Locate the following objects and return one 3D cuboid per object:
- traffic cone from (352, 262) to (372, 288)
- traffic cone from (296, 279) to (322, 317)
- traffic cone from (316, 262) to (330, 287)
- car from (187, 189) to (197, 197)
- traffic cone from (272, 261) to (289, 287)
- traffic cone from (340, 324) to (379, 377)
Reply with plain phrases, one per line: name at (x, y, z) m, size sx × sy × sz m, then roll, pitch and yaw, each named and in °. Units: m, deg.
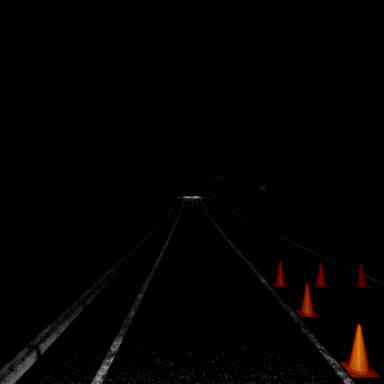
traffic cone at (4.194, 2.033, 8.232) m, size 0.340 × 0.580 × 0.340 m, roll 0°, pitch -1°, yaw 1°
traffic cone at (2.167, 2.000, 6.260) m, size 0.340 × 0.580 × 0.340 m, roll 0°, pitch 0°, yaw 1°
traffic cone at (3.195, 2.026, 8.246) m, size 0.340 × 0.580 × 0.340 m, roll 0°, pitch -1°, yaw 1°
car at (-0.009, 0.154, 69.952) m, size 1.812 × 1.442 × 4.674 m, roll 0°, pitch 3°, yaw 0°
traffic cone at (2.196, 2.019, 8.268) m, size 0.340 × 0.580 × 0.340 m, roll 0°, pitch -1°, yaw 1°
traffic cone at (2.138, 1.986, 4.258) m, size 0.340 × 0.580 × 0.340 m, roll 0°, pitch 0°, yaw 1°
